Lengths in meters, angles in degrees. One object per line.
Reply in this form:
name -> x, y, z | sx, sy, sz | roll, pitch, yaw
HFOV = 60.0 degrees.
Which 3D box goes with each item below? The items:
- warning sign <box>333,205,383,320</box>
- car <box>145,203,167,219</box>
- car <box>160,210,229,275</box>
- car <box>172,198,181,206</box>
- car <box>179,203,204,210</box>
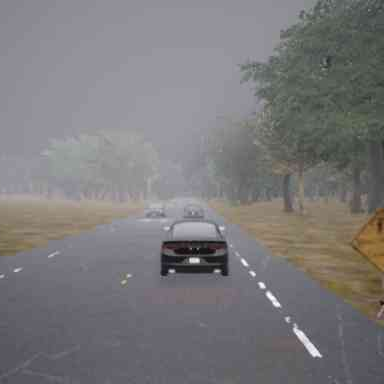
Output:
warning sign -> 3.508, 1.182, 6.080 | 1.300, 1.860, 1.060 | -3, -3, 0
car -> -3.594, 1.872, 33.818 | 1.812, 1.442, 4.674 | 0, -1, 0
car -> 0.078, 1.590, 10.857 | 1.882, 1.535, 5.008 | 0, 0, 0
car -> -3.489, 2.140, 75.478 | 2.097, 1.767, 4.553 | 0, -1, 0
car -> 0.096, 1.853, 29.768 | 2.033, 1.411, 5.357 | 0, -1, 0
